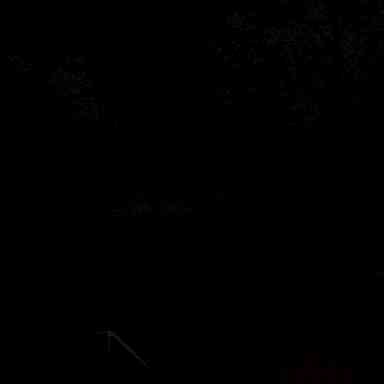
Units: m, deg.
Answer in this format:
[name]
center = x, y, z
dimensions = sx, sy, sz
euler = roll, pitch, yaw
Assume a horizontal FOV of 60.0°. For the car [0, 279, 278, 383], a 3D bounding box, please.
[car]
center = -1.596, 1.578, 2.694
dimensions = 4.718, 1.301, 1.895
euler = 0, 0, -33
